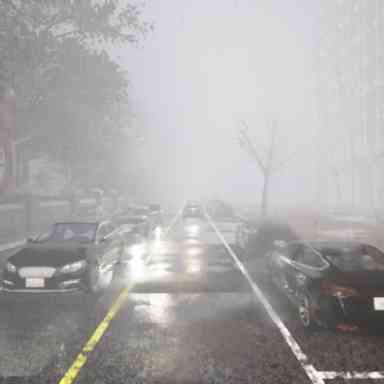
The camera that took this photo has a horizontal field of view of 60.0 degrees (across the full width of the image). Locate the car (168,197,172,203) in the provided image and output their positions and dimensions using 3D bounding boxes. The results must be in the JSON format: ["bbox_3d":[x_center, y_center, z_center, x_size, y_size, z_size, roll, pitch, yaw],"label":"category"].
[{"bbox_3d":[-5.680,1.824,68.643,1.887,1.381,4.507,0,0,0],"label":"car"}]

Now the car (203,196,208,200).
[{"bbox_3d":[2.697,1.593,40.481,1.967,1.590,4.097,0,0,0],"label":"car"}]

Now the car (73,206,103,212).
[{"bbox_3d":[-5.687,1.504,17.954,1.967,1.590,4.097,0,0,0],"label":"car"}]

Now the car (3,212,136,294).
[{"bbox_3d":[-3.086,1.523,8.979,2.128,1.511,4.902,0,0,0],"label":"car"}]

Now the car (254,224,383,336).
[{"bbox_3d":[2.691,1.589,6.687,1.947,1.339,4.313,0,0,0],"label":"car"}]

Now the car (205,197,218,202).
[{"bbox_3d":[2.696,1.570,34.850,1.967,1.590,4.097,0,0,0],"label":"car"}]

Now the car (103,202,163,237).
[{"bbox_3d":[-3.074,1.556,18.373,2.128,1.511,4.902,0,0,0],"label":"car"}]

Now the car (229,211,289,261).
[{"bbox_3d":[2.692,1.608,12.320,1.947,1.339,4.313,0,0,0],"label":"car"}]

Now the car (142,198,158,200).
[{"bbox_3d":[-5.683,1.594,40.483,1.967,1.590,4.097,0,0,0],"label":"car"}]

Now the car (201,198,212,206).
[{"bbox_3d":[2.700,1.834,63.010,1.802,1.307,4.206,0,0,0],"label":"car"}]

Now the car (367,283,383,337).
[{"bbox_3d":[2.690,1.570,1.055,1.947,1.339,4.313,0,0,0],"label":"car"}]

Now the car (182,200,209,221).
[{"bbox_3d":[0.098,1.650,28.149,2.033,1.411,5.357,0,0,0],"label":"car"}]

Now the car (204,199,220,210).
[{"bbox_3d":[2.697,1.728,46.113,2.008,1.369,4.403,0,0,0],"label":"car"}]

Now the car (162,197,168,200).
[{"bbox_3d":[-5.681,1.771,57.379,1.887,1.381,4.507,0,0,0],"label":"car"}]

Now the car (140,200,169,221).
[{"bbox_3d":[-2.997,1.614,25.139,1.837,1.490,4.892,0,0,0],"label":"car"}]

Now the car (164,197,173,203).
[{"bbox_3d":[-5.678,1.860,79.739,1.752,1.417,4.829,0,0,0],"label":"car"}]

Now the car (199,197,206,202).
[{"bbox_3d":[2.703,1.947,85.538,1.802,1.307,4.206,0,0,0],"label":"car"}]

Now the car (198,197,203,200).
[{"bbox_3d":[0.045,1.714,43.509,2.033,1.411,5.357,0,0,1],"label":"car"}]

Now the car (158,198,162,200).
[{"bbox_3d":[-5.683,1.722,46.115,1.887,1.381,4.507,0,0,0],"label":"car"}]

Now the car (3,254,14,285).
[{"bbox_3d":[-5.689,1.605,6.688,1.802,1.307,4.206,0,0,0],"label":"car"}]

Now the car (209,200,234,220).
[{"bbox_3d":[2.695,1.651,29.218,1.887,1.381,4.507,0,0,0],"label":"car"}]
